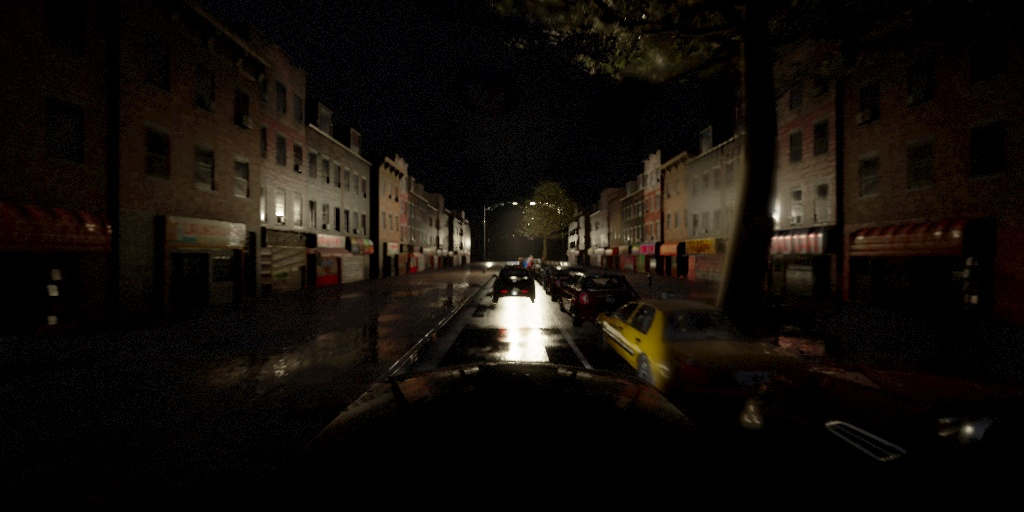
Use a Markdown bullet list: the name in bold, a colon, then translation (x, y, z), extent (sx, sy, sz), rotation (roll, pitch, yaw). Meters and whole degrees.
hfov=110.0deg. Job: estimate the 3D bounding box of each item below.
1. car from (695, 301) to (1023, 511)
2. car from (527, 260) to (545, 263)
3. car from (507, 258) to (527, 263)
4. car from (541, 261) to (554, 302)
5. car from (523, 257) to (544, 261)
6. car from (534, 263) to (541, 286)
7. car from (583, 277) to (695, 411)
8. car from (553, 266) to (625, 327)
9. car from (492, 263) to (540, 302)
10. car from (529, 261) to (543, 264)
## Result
- **car**: translation (2.637, 1.063, 0.474), extent (2.192, 1.841, 5.009), rotation (0, 0, 0)
- **car**: translation (2.657, 1.351, 33.753), extent (1.948, 1.339, 4.313), rotation (0, 0, 0)
- **car**: translation (0.119, 1.278, 37.412), extent (2.128, 1.511, 4.902), rotation (0, 0, 0)
- **car**: translation (2.647, 1.216, 17.113), extent (1.967, 1.591, 4.097), rotation (0, 0, 0)
- **car**: translation (2.660, 1.102, 39.298), extent (2.192, 1.841, 5.009), rotation (0, 0, 0)
- **car**: translation (2.650, 1.332, 22.661), extent (2.007, 1.370, 4.403), rotation (0, 0, 0)
- **car**: translation (2.641, 1.284, 6.190), extent (1.751, 1.417, 4.829), rotation (0, 0, 0)
- **car**: translation (2.644, 1.209, 11.566), extent (1.967, 1.591, 4.097), rotation (0, 0, 0)
- **car**: translation (0.109, 1.280, 17.109), extent (1.837, 1.490, 4.892), rotation (0, 0, 0)
- **car**: translation (2.654, 1.334, 28.206), extent (2.007, 1.370, 4.403), rotation (0, 0, 0)
